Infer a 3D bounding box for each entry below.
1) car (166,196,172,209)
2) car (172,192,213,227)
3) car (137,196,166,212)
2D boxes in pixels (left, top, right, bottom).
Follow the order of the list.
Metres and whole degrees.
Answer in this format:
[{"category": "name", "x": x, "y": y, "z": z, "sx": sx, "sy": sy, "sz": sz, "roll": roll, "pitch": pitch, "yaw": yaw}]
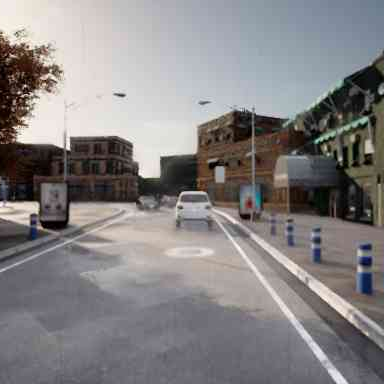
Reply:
[{"category": "car", "x": -2.627, "y": 1.212, "z": 39.786, "sx": 2.033, "sy": 1.411, "sz": 5.357, "roll": 1, "pitch": 0, "yaw": -27}, {"category": "car", "x": 0.103, "y": 1.001, "z": 21.129, "sx": 2.150, "sy": 2.045, "sz": 5.566, "roll": 0, "pitch": 1, "yaw": 0}, {"category": "car", "x": -4.466, "y": 1.161, "z": 33.726, "sx": 2.128, "sy": 1.511, "sz": 4.902, "roll": 0, "pitch": 0, "yaw": -16}]
